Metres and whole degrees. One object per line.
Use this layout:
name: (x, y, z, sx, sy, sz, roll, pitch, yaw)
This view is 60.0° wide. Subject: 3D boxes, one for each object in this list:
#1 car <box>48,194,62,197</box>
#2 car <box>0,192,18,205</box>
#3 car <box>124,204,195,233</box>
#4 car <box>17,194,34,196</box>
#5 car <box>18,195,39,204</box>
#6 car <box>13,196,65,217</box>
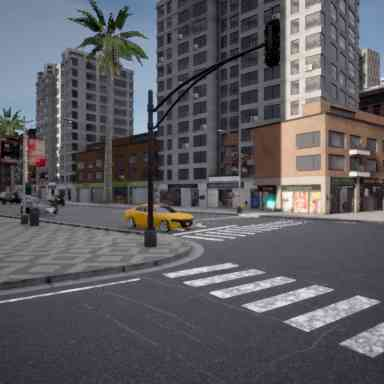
car: (-21.153, 1.184, 50.435, 4.553, 1.767, 2.097, 0, 0, 45)
car: (-30.234, 0.991, 54.759, 2.150, 2.045, 5.566, 0, 0, -44)
car: (-2.032, 1.468, 19.906, 5.008, 1.535, 1.882, 0, 0, 43)
car: (-23.145, 1.361, 47.837, 4.674, 1.442, 1.812, 0, 0, 45)
car: (-28.193, 1.270, 57.321, 1.837, 1.490, 4.892, 0, 0, -44)
car: (-13.957, 1.421, 30.293, 4.902, 1.511, 2.128, 0, 0, 41)
